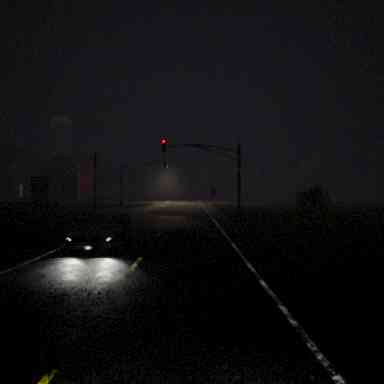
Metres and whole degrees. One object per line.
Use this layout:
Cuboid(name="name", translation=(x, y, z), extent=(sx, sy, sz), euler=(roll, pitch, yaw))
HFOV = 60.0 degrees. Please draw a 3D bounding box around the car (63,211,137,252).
Cuboid(name="car", translation=(-3.578, 1.542, 14.106), extent=(2.033, 1.411, 5.357), euler=(0, 0, 0))
